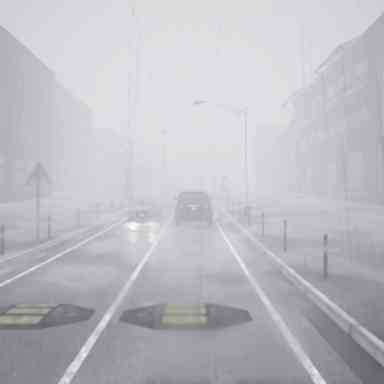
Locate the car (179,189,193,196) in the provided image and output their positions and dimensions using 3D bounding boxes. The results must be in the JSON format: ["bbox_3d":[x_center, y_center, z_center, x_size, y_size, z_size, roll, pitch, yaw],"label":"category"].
[{"bbox_3d":[-1.146,0.066,64.438,1.895,1.301,4.718,0,1,8],"label":"car"}]

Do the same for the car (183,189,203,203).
[{"bbox_3d":[0.163,0.403,38.995,2.128,1.511,4.902,0,2,1],"label":"car"}]

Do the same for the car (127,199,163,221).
[{"bbox_3d":[-3.097,1.150,22.495,1.994,1.385,4.181,0,2,0],"label":"car"}]

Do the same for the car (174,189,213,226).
[{"bbox_3d":[0.094,0.881,20.389,2.150,2.045,5.566,0,2,0],"label":"car"}]
